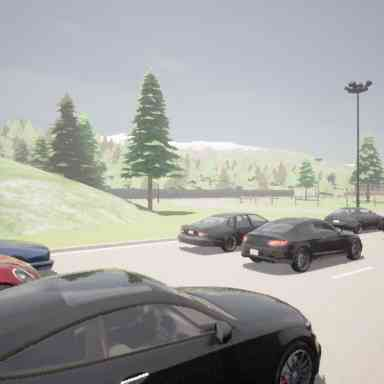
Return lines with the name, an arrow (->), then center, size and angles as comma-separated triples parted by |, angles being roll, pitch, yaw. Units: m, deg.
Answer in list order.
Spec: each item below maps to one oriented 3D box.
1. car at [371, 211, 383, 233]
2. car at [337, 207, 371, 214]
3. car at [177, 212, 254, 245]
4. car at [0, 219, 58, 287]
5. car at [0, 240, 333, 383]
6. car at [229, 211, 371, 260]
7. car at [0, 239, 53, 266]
car -> 11.117, 1.492, 16.137 | 4.902, 1.511, 2.128 | 0, 0, -36
car -> 9.471, 1.564, 19.265 | 4.181, 1.385, 1.994 | 0, 0, -36
car -> 1.990, 1.547, 13.845 | 5.357, 1.411, 2.033 | 0, 0, -36
car -> -6.246, 1.547, 7.879 | 5.357, 1.411, 2.033 | 0, 0, -36
car -> -0.697, 1.526, 3.260 | 4.674, 1.442, 1.812 | 0, 0, -36
car -> 3.608, 1.526, 10.709 | 4.674, 1.442, 1.812 | 0, 0, -36
car -> -4.584, 1.352, 4.760 | 4.553, 1.767, 2.097 | 0, 0, -36
